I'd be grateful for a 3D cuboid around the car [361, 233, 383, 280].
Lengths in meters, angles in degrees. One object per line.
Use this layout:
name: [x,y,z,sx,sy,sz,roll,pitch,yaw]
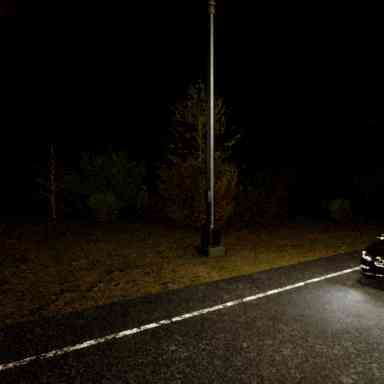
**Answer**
car: [6.346,1.503,8.844,4.892,1.490,1.837,0,0,-37]
